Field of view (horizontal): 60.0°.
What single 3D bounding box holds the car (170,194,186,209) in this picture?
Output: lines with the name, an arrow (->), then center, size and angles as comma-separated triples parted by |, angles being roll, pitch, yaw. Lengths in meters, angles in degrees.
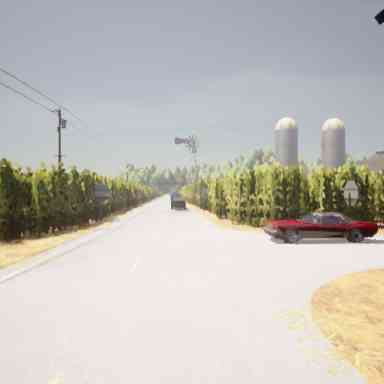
car -> -1.815, 1.447, 44.090 | 1.882, 1.535, 5.008 | 0, 0, -4

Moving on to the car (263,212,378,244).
car -> 5.701, 1.590, 15.155 | 4.718, 1.301, 1.895 | 0, 0, -4
